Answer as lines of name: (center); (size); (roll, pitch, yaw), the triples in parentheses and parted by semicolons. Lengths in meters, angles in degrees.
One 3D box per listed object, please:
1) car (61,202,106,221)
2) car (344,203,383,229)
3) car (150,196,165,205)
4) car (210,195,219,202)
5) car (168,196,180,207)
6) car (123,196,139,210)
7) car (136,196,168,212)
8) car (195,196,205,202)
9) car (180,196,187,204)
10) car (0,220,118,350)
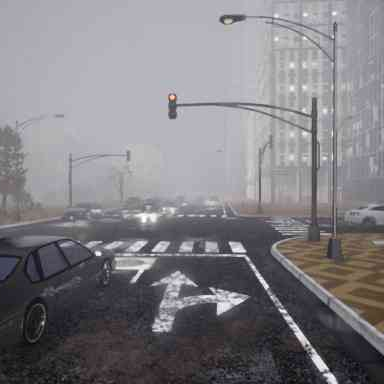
car: (-8.669, 1.532, 27.137); (2.033, 1.411, 5.357); (0, 0, 4)
car: (11.670, 1.399, 20.018); (4.674, 1.442, 1.812); (0, 0, 6)
car: (-6.069, 1.471, 58.950); (1.882, 1.535, 5.008); (0, 0, 5)
car: (5.206, 1.484, 76.334); (1.882, 1.535, 5.008); (0, 0, 5)
car: (-3.457, 1.593, 51.198); (1.895, 1.301, 4.718); (0, 0, 5)
car: (-7.396, 1.342, 42.897); (2.097, 1.767, 4.553); (0, 0, 5)
car: (-4.510, 1.483, 38.186); (2.128, 1.511, 4.902); (0, 0, 4)
car: (1.714, 1.556, 73.507); (1.994, 1.385, 4.181); (0, 0, 5)
car: (-2.154, 1.476, 66.353); (1.882, 1.535, 5.008); (0, 0, 5)
car: (-3.049, 1.546, 6.262); (2.033, 1.411, 5.357); (0, 0, 5)
